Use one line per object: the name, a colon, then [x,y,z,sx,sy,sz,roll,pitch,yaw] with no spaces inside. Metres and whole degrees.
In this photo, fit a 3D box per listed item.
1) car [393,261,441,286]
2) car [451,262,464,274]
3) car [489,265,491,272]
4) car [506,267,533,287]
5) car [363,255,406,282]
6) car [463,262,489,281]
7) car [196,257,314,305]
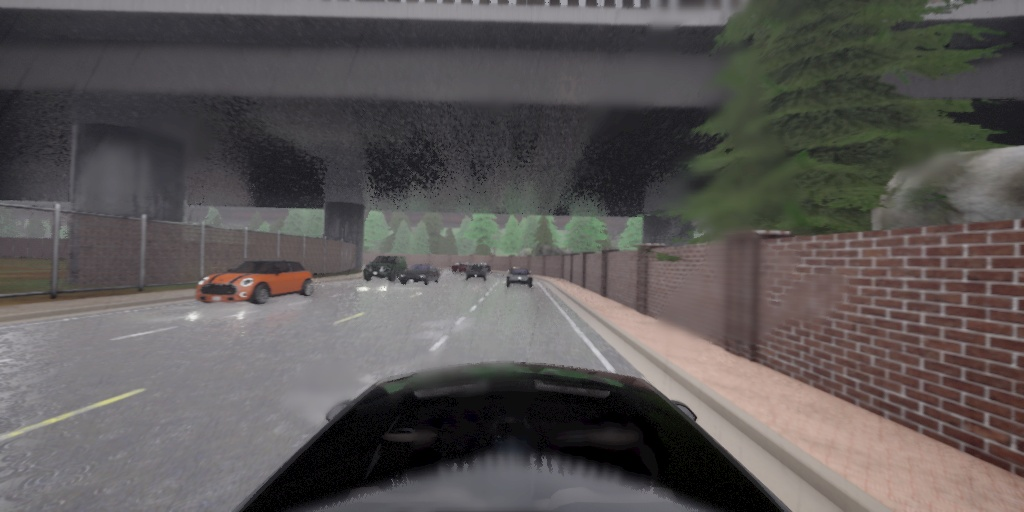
car: [-6.529,1.258,26.167,2.033,1.411,5.357,2,-1,1]
car: [-6.475,1.474,46.361,1.882,1.535,5.008,2,-1,-25]
car: [-4.681,1.562,50.210,1.882,1.535,5.008,2,-1,-28]
car: [0.559,1.582,28.020,1.994,1.385,4.181,2,-1,0]
car: [-10.153,0.951,29.356,2.150,2.045,5.566,2,-1,0]
car: [-3.293,1.469,33.538,1.837,1.490,4.892,2,0,-4]
car: [-10.349,0.934,14.873,2.097,1.767,4.553,2,-1,1]
